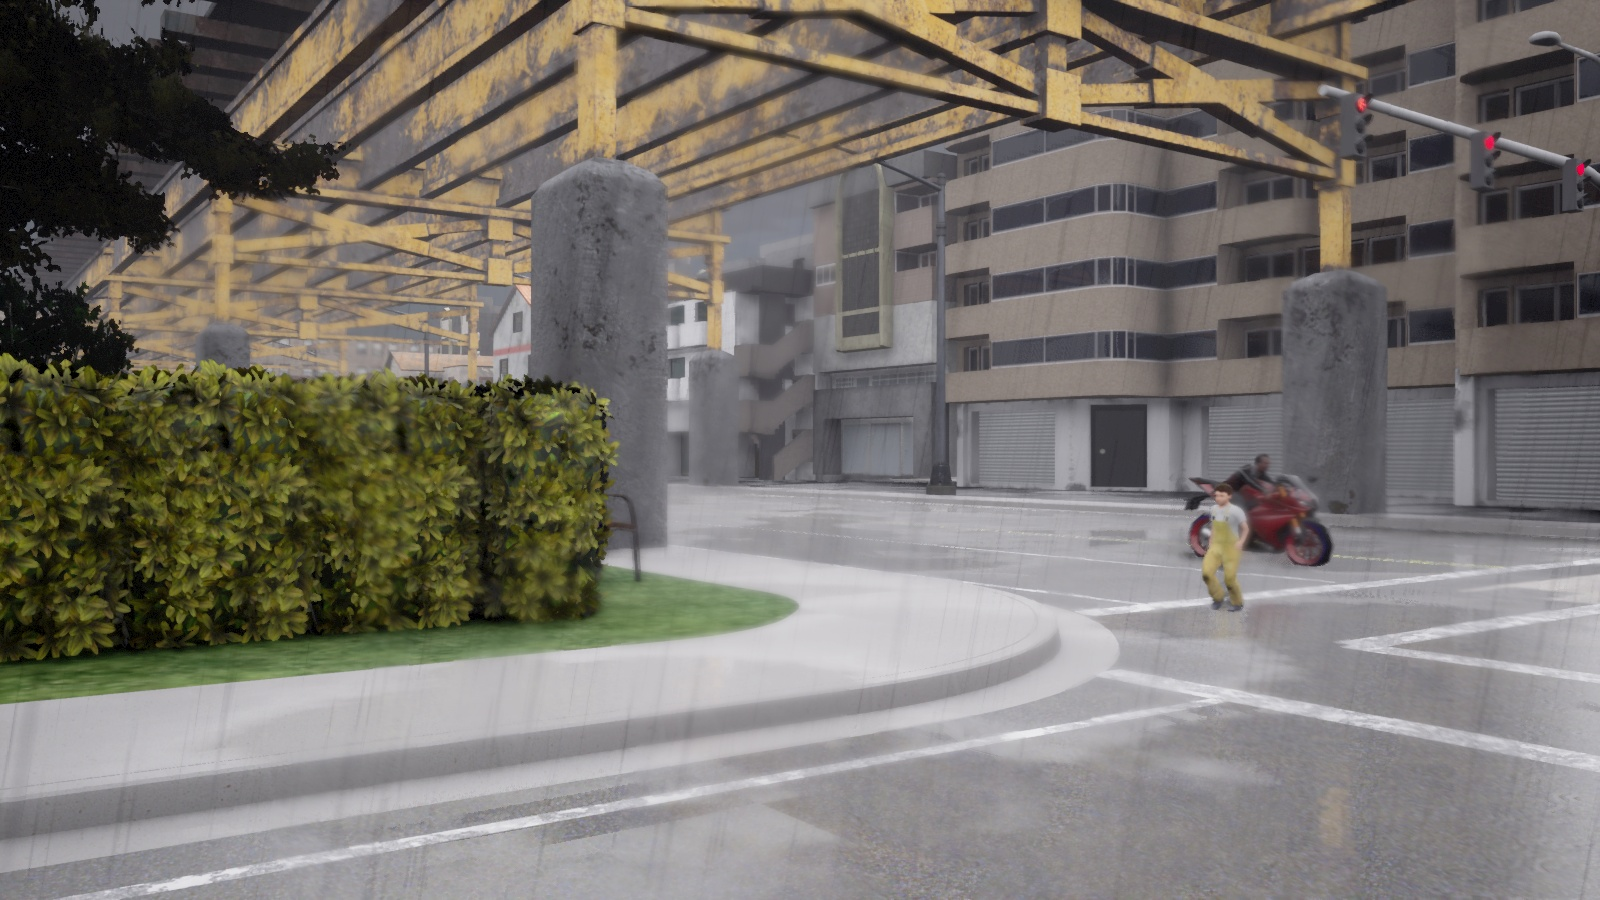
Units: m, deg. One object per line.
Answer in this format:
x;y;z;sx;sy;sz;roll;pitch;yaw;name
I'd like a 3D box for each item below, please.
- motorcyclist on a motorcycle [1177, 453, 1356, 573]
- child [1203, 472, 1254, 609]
6.355;0.808;17.237;0.866;1.530;2.191;0;0;-35;motorcyclist on a motorcycle
4.048;0.840;11.866;0.437;1.263;0.270;0;0;-40;child
